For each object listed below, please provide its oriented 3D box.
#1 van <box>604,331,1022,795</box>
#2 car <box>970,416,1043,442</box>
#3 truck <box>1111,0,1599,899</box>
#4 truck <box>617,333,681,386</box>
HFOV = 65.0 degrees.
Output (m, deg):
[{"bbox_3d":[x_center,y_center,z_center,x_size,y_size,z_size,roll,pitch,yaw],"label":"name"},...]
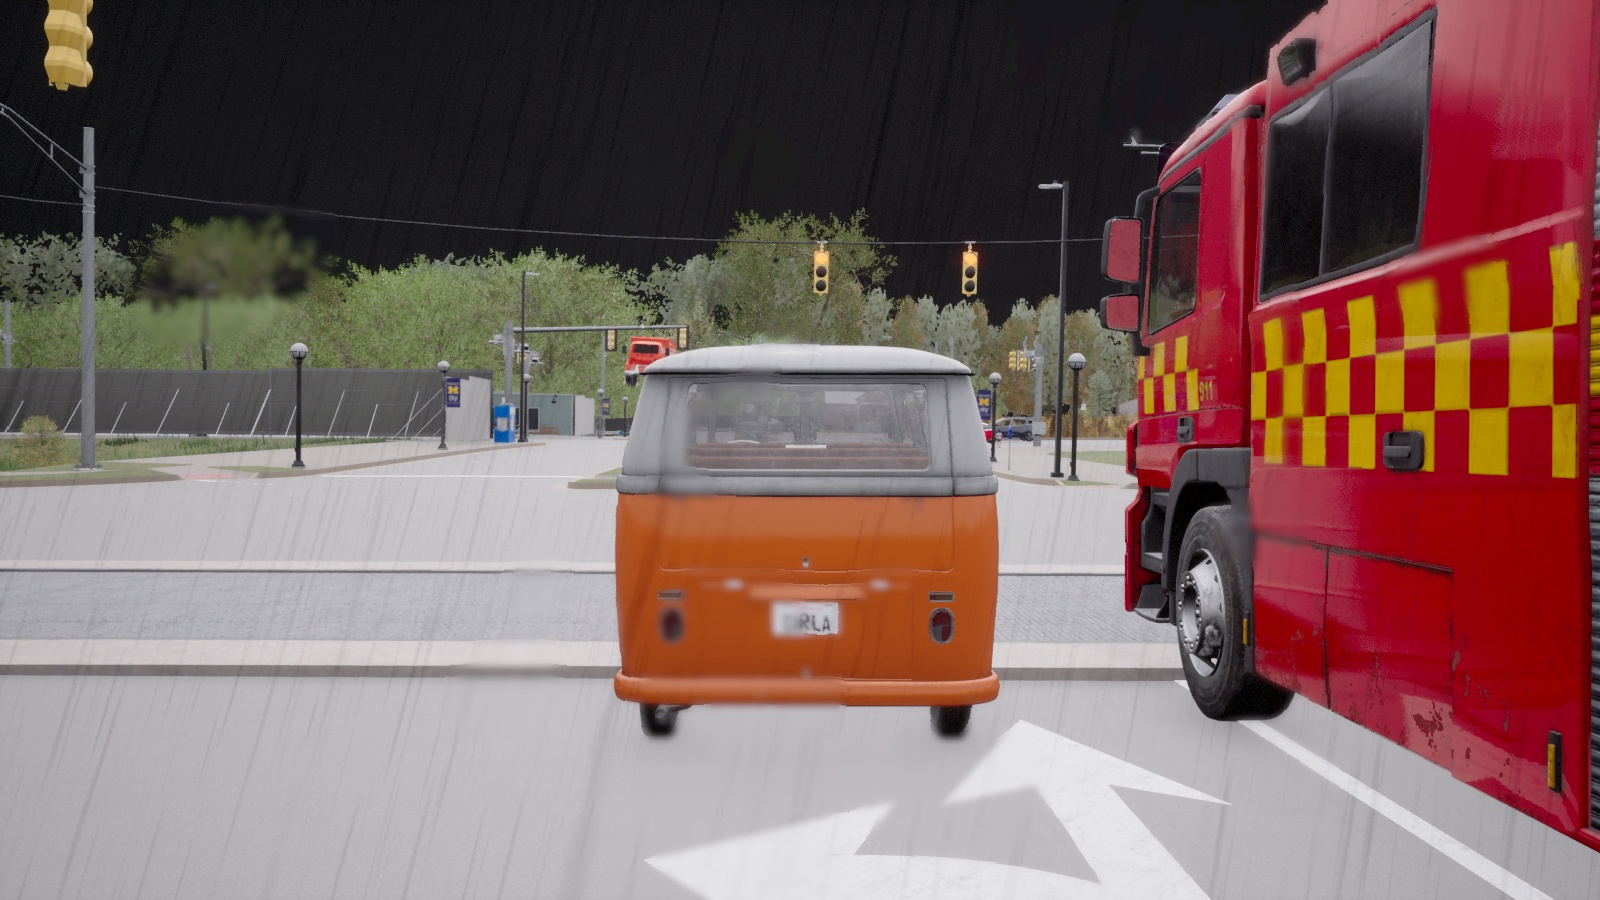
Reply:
[{"bbox_3d":[0.055,0.406,7.595,1.775,1.987,4.442,0,2,0],"label":"van"},{"bbox_3d":[14.024,-1.456,85.497,4.611,1.667,2.242,-1,2,0],"label":"car"},{"bbox_3d":[3.567,-0.440,4.371,2.891,3.827,8.468,0,0,0],"label":"truck"},{"bbox_3d":[-8.159,-4.874,68.418,2.627,2.467,5.204,3,1,1],"label":"truck"}]
